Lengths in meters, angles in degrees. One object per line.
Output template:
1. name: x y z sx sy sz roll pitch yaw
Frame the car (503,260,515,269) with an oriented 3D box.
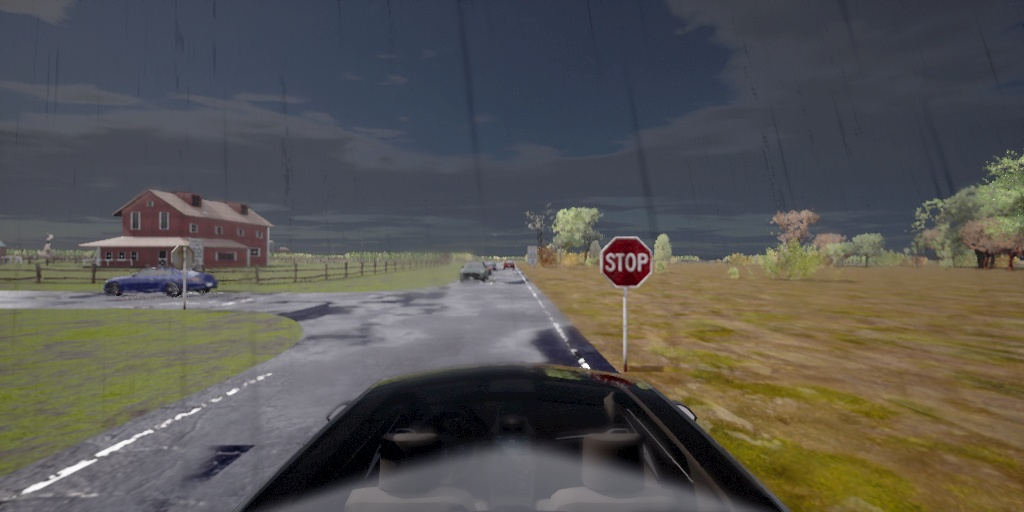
1. car: -0.505 1.504 61.938 1.882 1.535 5.008 0 0 0

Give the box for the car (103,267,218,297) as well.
1. car: -17.357 1.248 17.870 4.674 1.442 1.812 0 -1 0

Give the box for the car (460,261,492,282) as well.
1. car: -3.141 1.232 30.613 2.097 1.767 4.553 0 0 1

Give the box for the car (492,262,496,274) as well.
1. car: -3.171 1.526 40.525 1.895 1.301 4.718 0 0 0
